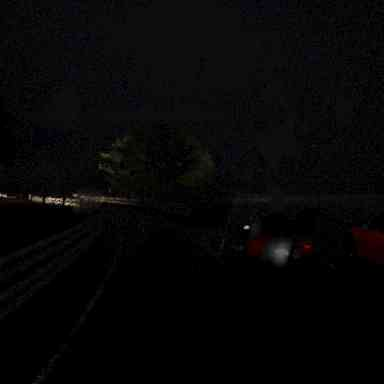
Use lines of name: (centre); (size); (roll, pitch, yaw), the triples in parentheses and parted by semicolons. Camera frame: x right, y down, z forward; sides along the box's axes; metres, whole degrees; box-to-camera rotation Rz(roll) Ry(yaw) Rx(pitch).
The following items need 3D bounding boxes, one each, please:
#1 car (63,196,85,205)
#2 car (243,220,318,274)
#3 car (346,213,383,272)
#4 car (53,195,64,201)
car: (-18.626, 1.424, 53.408); (1.812, 1.442, 4.674); (0, 1, -38)
car: (2.646, 1.579, 10.726); (1.994, 1.385, 4.181); (0, 0, 8)
car: (5.981, 1.350, 9.305); (2.097, 1.767, 4.553); (0, 0, 8)
car: (-24.648, 1.277, 61.697); (2.128, 1.511, 4.902); (0, 1, -31)
